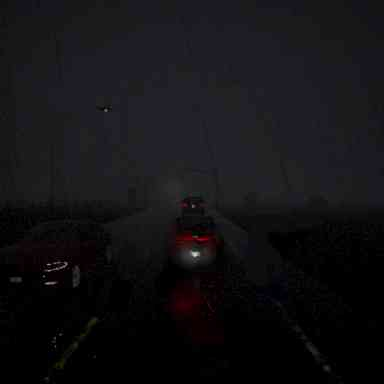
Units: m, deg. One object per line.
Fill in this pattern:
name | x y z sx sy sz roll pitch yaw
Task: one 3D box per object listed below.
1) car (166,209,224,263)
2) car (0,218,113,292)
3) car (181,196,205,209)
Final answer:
car | 0.095 1.592 12.233 1.837 1.490 4.892 0 0 0
car | -3.598 1.544 9.296 1.882 1.535 5.008 0 -1 0
car | 0.105 1.447 33.338 2.150 2.045 5.566 0 0 0
